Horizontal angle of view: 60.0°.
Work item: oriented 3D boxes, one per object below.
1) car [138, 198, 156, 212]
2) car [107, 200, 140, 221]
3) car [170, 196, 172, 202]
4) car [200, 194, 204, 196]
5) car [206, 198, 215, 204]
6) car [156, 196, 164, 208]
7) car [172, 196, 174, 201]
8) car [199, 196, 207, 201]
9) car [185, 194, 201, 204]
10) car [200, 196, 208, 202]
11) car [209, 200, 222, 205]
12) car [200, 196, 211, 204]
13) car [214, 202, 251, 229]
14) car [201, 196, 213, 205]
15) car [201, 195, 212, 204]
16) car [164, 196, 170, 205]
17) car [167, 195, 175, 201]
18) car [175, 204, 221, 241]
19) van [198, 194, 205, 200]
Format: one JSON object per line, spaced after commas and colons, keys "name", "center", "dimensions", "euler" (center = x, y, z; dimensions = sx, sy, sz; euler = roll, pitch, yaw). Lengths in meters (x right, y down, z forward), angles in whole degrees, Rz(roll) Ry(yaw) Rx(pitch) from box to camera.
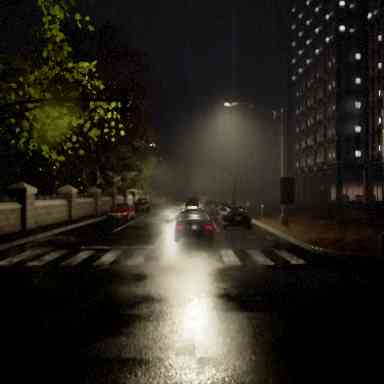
{"name": "car", "center": [-5.675, 1.461, 38.349], "dimensions": [1.967, 1.590, 4.097], "euler": [0, 0, 0]}
{"name": "car", "center": [-5.680, 1.594, 27.083], "dimensions": [1.802, 1.307, 4.206], "euler": [0, 0, 0]}
{"name": "car", "center": [-5.667, 1.601, 66.510], "dimensions": [1.887, 1.381, 4.507], "euler": [0, 0, 0]}
{"name": "car", "center": [2.710, 1.480, 55.243], "dimensions": [1.967, 1.590, 4.097], "euler": [0, 0, 0]}
{"name": "car", "center": [2.703, 1.582, 32.713], "dimensions": [1.947, 1.339, 4.313], "euler": [0, 0, 0]}
{"name": "car", "center": [-5.672, 1.558, 49.444], "dimensions": [1.752, 1.417, 4.829], "euler": [0, 0, 0]}
{"name": "car", "center": [-5.663, 1.618, 77.774], "dimensions": [1.887, 1.381, 4.507], "euler": [0, 0, 0]}
{"name": "car", "center": [2.719, 1.666, 83.404], "dimensions": [1.802, 1.307, 4.206], "euler": [0, 0, 0]}
{"name": "car", "center": [0.016, 1.509, 48.319], "dimensions": [1.882, 1.535, 5.008], "euler": [0, 0, 0]}
{"name": "car", "center": [2.717, 1.656, 77.772], "dimensions": [1.802, 1.307, 4.206], "euler": [0, 0, 0]}
{"name": "car", "center": [2.701, 1.578, 27.081], "dimensions": [1.947, 1.339, 4.313], "euler": [0, 0, 0]}
{"name": "car", "center": [2.713, 1.607, 66.507], "dimensions": [2.008, 1.369, 4.403], "euler": [0, 0, 0]}
{"name": "car", "center": [2.699, 1.575, 21.448], "dimensions": [1.947, 1.339, 4.313], "euler": [0, 0, 0]}
{"name": "car", "center": [2.712, 1.488, 60.875], "dimensions": [1.967, 1.590, 4.097], "euler": [0, 0, 0]}
{"name": "car", "center": [2.709, 1.578, 49.611], "dimensions": [1.887, 1.381, 4.507], "euler": [0, 0, 0]}
{"name": "car", "center": [-5.668, 1.488, 60.877], "dimensions": [1.967, 1.590, 4.097], "euler": [0, 0, 0]}
{"name": "car", "center": [-5.660, 1.639, 89.039], "dimensions": [1.887, 1.381, 4.507], "euler": [0, 0, 0]}
{"name": "car", "center": [0.106, 1.554, 16.584], "dimensions": [2.033, 1.411, 5.357], "euler": [0, 0, 0]}
{"name": "van", "center": [2.723, 1.448, 94.670], "dimensions": [1.690, 1.788, 3.998], "euler": [0, 0, 0]}
